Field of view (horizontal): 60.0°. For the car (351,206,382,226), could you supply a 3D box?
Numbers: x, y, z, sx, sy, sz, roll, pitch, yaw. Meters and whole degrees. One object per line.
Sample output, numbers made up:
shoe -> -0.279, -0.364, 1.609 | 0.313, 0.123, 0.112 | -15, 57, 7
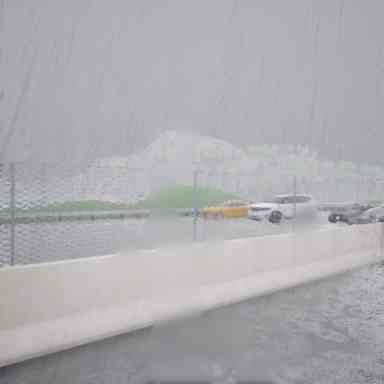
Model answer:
car -> 10.880, 1.505, 18.826 | 4.674, 1.442, 1.812 | 0, 0, -29
